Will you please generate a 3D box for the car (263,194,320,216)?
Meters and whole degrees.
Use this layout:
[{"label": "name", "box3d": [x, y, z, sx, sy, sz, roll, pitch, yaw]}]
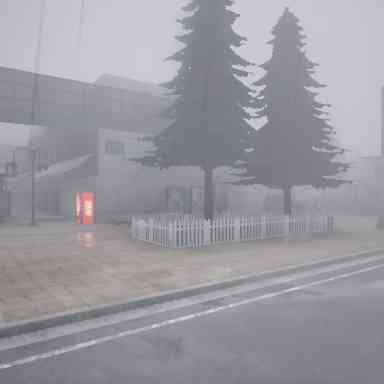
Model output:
[{"label": "car", "box3d": [9.172, 1.206, 31.157, 2.150, 2.045, 5.566, 0, 0, -34]}]
